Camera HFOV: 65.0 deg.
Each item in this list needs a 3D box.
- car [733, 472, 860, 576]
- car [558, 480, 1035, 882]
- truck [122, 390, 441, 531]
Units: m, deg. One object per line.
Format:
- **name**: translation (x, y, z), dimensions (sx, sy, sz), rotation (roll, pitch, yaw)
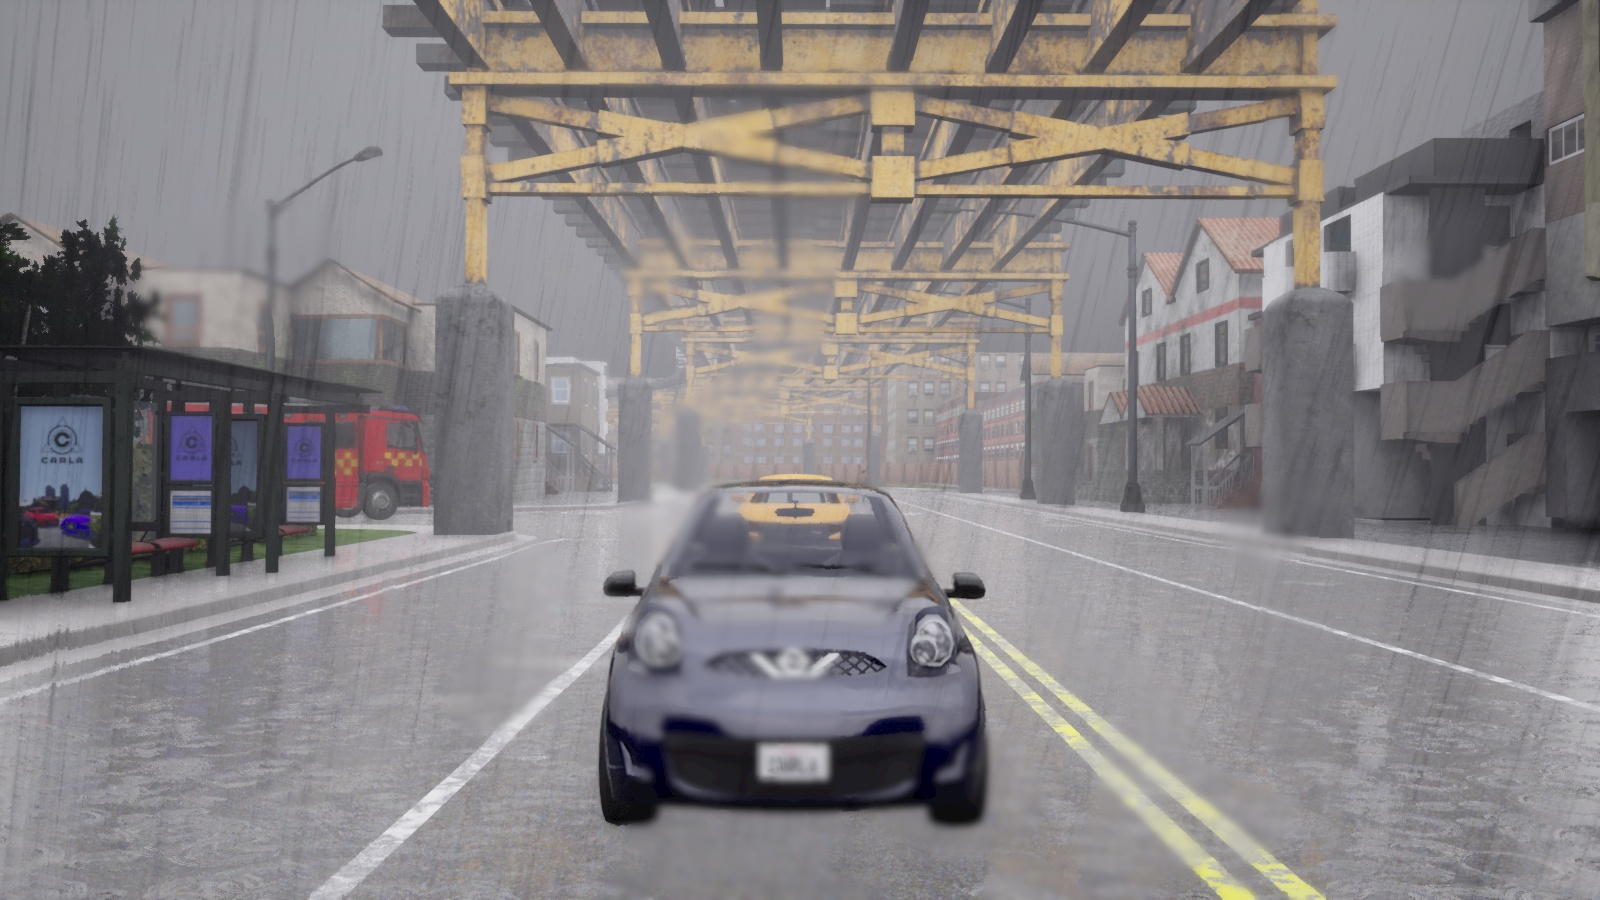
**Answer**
- **car**: translation (-0.056, 1.148, 21.189), dimensions (1.882, 1.535, 5.008), rotation (0, -1, 0)
- **car**: translation (-0.019, 0.939, 6.692), dimensions (1.845, 1.501, 3.633), rotation (0, -1, 0)
- **truck**: translation (-15.444, 0.348, 38.007), dimensions (8.468, 3.827, 2.891), rotation (1, -1, -44)
